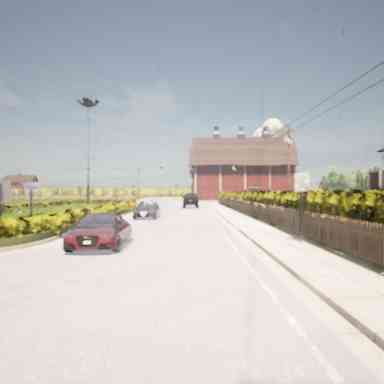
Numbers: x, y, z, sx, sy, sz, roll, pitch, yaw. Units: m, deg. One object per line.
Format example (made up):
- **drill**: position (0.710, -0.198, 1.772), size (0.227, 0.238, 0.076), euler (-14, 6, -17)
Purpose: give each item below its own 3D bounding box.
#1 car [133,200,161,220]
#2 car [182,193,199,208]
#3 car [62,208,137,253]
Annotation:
- **car**: position (-3.670, 1.457, 27.546), size (2.128, 1.511, 4.902), euler (0, 0, 0)
- **car**: position (-0.166, 1.163, 46.230), size (2.150, 2.045, 5.566), euler (0, 0, 0)
- **car**: position (-3.654, 1.549, 13.482), size (1.994, 1.385, 4.181), euler (0, 0, -1)
